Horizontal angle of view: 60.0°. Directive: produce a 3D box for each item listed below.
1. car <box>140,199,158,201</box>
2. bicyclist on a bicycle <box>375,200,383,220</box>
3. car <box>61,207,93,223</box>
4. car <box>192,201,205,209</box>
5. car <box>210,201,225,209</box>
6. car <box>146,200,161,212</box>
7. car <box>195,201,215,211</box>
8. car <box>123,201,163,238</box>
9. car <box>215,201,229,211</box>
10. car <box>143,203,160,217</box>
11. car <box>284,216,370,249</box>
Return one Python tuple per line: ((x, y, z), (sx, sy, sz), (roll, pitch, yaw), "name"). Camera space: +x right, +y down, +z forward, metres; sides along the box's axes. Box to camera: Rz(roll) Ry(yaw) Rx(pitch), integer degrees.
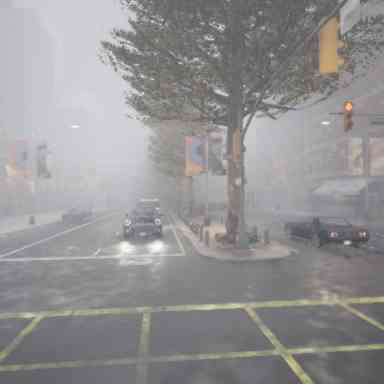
((-3.755, 1.642, 29.236), (2.150, 2.045, 5.566), (0, -1, -6), "car")
((15.979, 1.527, 27.668), (1.656, 1.620, 0.582), (-1, -1, -6), "bicyclist on a bicycle")
((-10.600, 2.096, 30.865), (1.895, 1.301, 4.718), (0, -1, -6), "car")
((1.170, 2.398, 61.417), (1.895, 1.301, 4.718), (0, -1, -6), "car")
((4.655, 2.335, 61.736), (1.994, 1.385, 4.181), (0, -1, -6), "car")
((-5.810, 2.066, 50.373), (2.097, 1.767, 4.553), (0, -1, -5), "car")
((2.042, 2.201, 52.679), (1.812, 1.442, 4.674), (0, -1, -6), "car")
((-2.791, 1.637, 19.565), (2.097, 1.767, 4.553), (0, -1, -6), "car")
((5.525, 2.127, 53.028), (1.882, 1.535, 5.008), (0, -1, -6), "car")
((-4.721, 2.082, 39.032), (1.812, 1.442, 4.674), (0, -1, -6), "car")
((5.967, 1.756, 15.448), (1.895, 1.301, 4.718), (0, -1, -6), "car")
